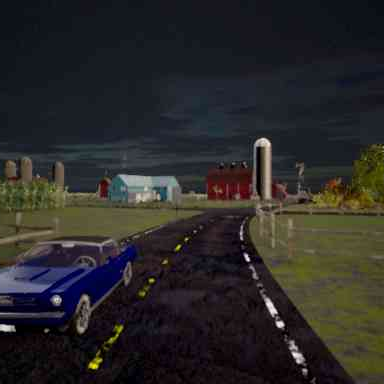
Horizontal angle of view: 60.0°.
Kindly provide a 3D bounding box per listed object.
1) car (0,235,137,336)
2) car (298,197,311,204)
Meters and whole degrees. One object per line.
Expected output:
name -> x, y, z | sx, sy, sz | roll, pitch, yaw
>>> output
car -> -2.546, 1.647, 6.944 | 1.895, 1.301, 4.718 | 0, 0, 3
car -> 29.426, 2.313, 88.067 | 1.837, 1.490, 4.892 | 0, 0, 31
